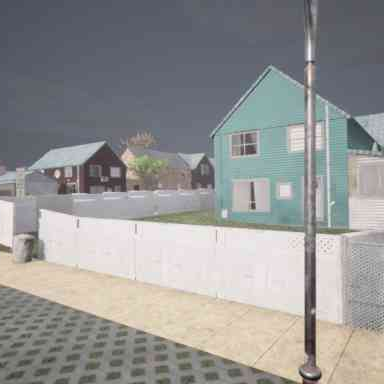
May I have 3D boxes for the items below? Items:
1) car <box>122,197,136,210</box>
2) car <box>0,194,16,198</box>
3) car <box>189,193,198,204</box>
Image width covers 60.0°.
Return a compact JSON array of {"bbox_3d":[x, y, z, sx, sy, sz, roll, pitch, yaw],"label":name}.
[{"bbox_3d":[-6.711,0.910,29.883,1.882,1.535,5.008,-1,1,35],"label":"car"},{"bbox_3d":[-12.718,1.066,21.325,2.097,1.767,4.553,-1,1,35],"label":"car"},{"bbox_3d":[-0.132,0.603,39.252,1.882,1.535,5.008,-1,1,35],"label":"car"}]
